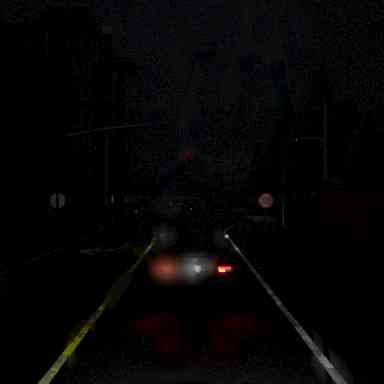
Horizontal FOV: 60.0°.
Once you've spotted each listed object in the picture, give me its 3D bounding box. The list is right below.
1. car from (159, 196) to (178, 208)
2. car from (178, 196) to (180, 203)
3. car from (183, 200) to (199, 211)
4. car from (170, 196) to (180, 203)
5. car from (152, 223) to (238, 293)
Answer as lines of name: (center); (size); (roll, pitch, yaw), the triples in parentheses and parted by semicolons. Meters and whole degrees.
car: (-3.510, 1.547, 47.446); (2.033, 1.411, 5.357); (0, 0, 0)
car: (-3.481, 1.505, 57.507); (1.837, 1.490, 4.892); (0, 0, 0)
car: (-0.105, 1.601, 39.432); (1.895, 1.301, 4.718); (0, 0, 0)
car: (-3.396, 1.504, 67.884); (1.837, 1.490, 4.892); (0, 0, 0)
car: (0.074, 1.547, 8.964); (2.033, 1.411, 5.357); (0, 0, 0)
